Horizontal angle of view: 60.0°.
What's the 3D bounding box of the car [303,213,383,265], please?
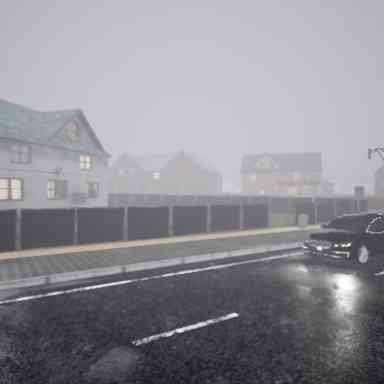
[{"bbox_3d":[6.027,1.560,11.960,4.892,1.490,1.837,0,0,-35],"label":"car"}]
